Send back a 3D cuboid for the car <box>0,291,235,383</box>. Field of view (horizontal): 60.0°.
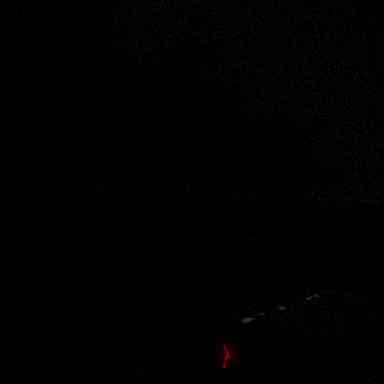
[{"bbox_3d":[-1.618,1.567,2.386,4.181,1.385,1.994,0,0,-36],"label":"car"}]
